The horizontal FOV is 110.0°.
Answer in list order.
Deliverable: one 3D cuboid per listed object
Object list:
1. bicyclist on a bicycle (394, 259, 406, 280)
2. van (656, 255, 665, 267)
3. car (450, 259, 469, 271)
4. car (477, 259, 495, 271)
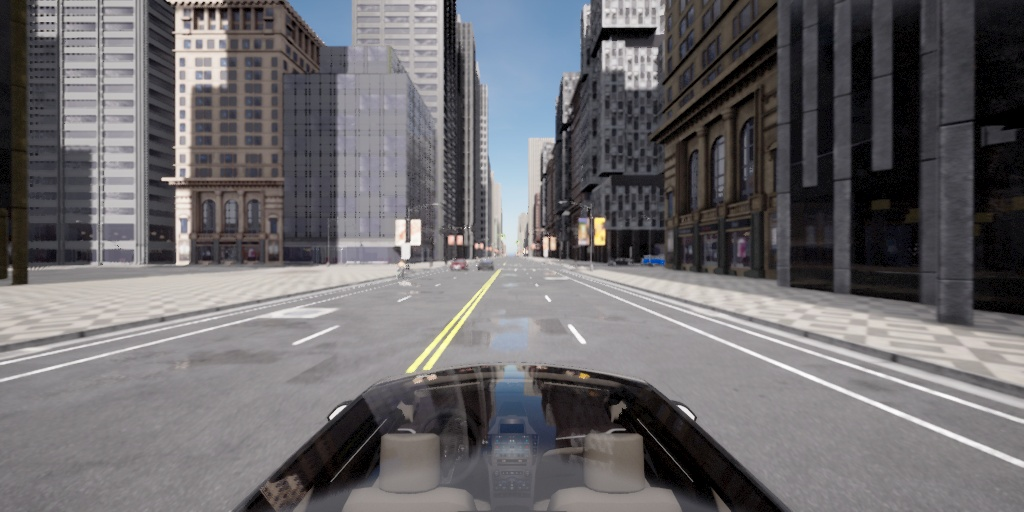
[{"bbox_3d":[-8.746,1.078,28.232,0.866,1.612,1.509,0,0,0],"label":"bicyclist on a bicycle"},{"bbox_3d":[24.723,0.811,54.638,3.998,1.789,1.690,0,0,0],"label":"van"},{"bbox_3d":[-6.512,1.097,44.752,1.812,1.442,4.674,0,0,1],"label":"car"},{"bbox_3d":[-3.250,1.133,45.601,1.994,1.385,4.181,0,0,0],"label":"car"}]
